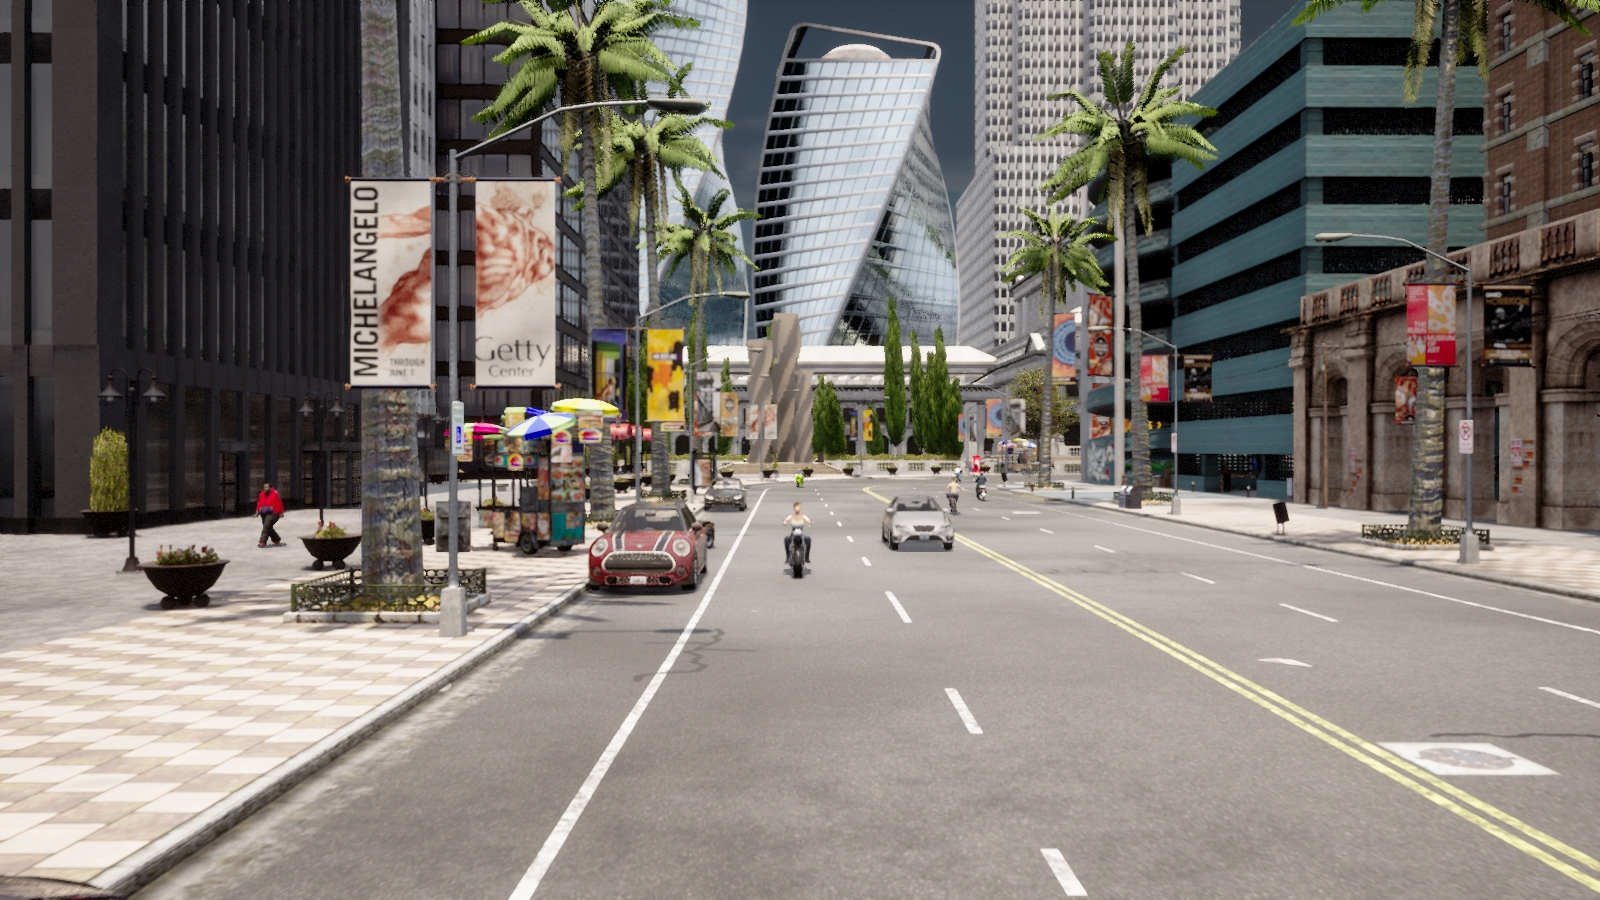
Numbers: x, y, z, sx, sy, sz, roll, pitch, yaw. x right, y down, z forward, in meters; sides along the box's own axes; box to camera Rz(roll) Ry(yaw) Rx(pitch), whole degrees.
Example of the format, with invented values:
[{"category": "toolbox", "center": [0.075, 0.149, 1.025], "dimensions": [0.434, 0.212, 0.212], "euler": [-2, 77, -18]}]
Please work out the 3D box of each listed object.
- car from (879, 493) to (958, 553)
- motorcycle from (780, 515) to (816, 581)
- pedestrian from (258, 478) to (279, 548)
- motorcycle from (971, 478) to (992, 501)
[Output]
[{"category": "car", "center": [3.364, 2.066, 33.236], "dimensions": [1.816, 1.474, 4.193], "euler": [0, 0, -1]}, {"category": "motorcycle", "center": [-0.049, 2.170, 25.741], "dimensions": [0.764, 1.277, 2.356], "euler": [0, 0, 0]}, {"category": "pedestrian", "center": [-14.482, 1.709, 31.124], "dimensions": [0.375, 1.860, 0.375], "euler": [0, 0, 11]}, {"category": "motorcycle", "center": [10.026, 2.182, 63.221], "dimensions": [0.856, 1.236, 1.805], "euler": [0, 0, 0]}]
